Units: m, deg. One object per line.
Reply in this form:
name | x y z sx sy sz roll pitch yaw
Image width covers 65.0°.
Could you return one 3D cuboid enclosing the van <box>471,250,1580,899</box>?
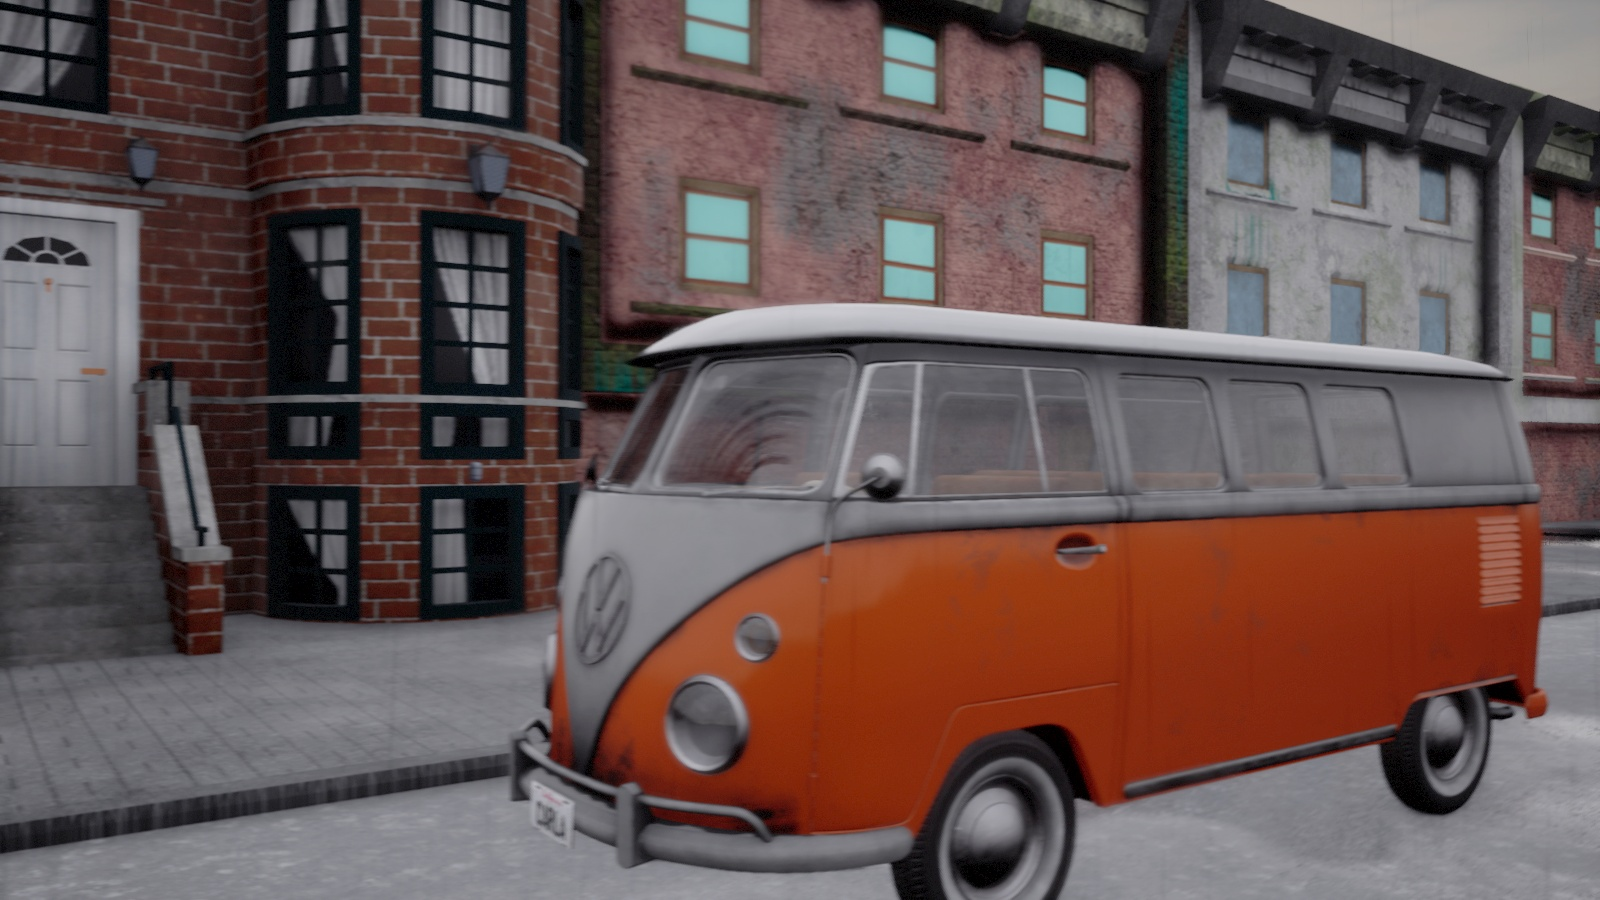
van | 1.147 0.505 5.066 4.442 1.987 1.775 0 0 -35
